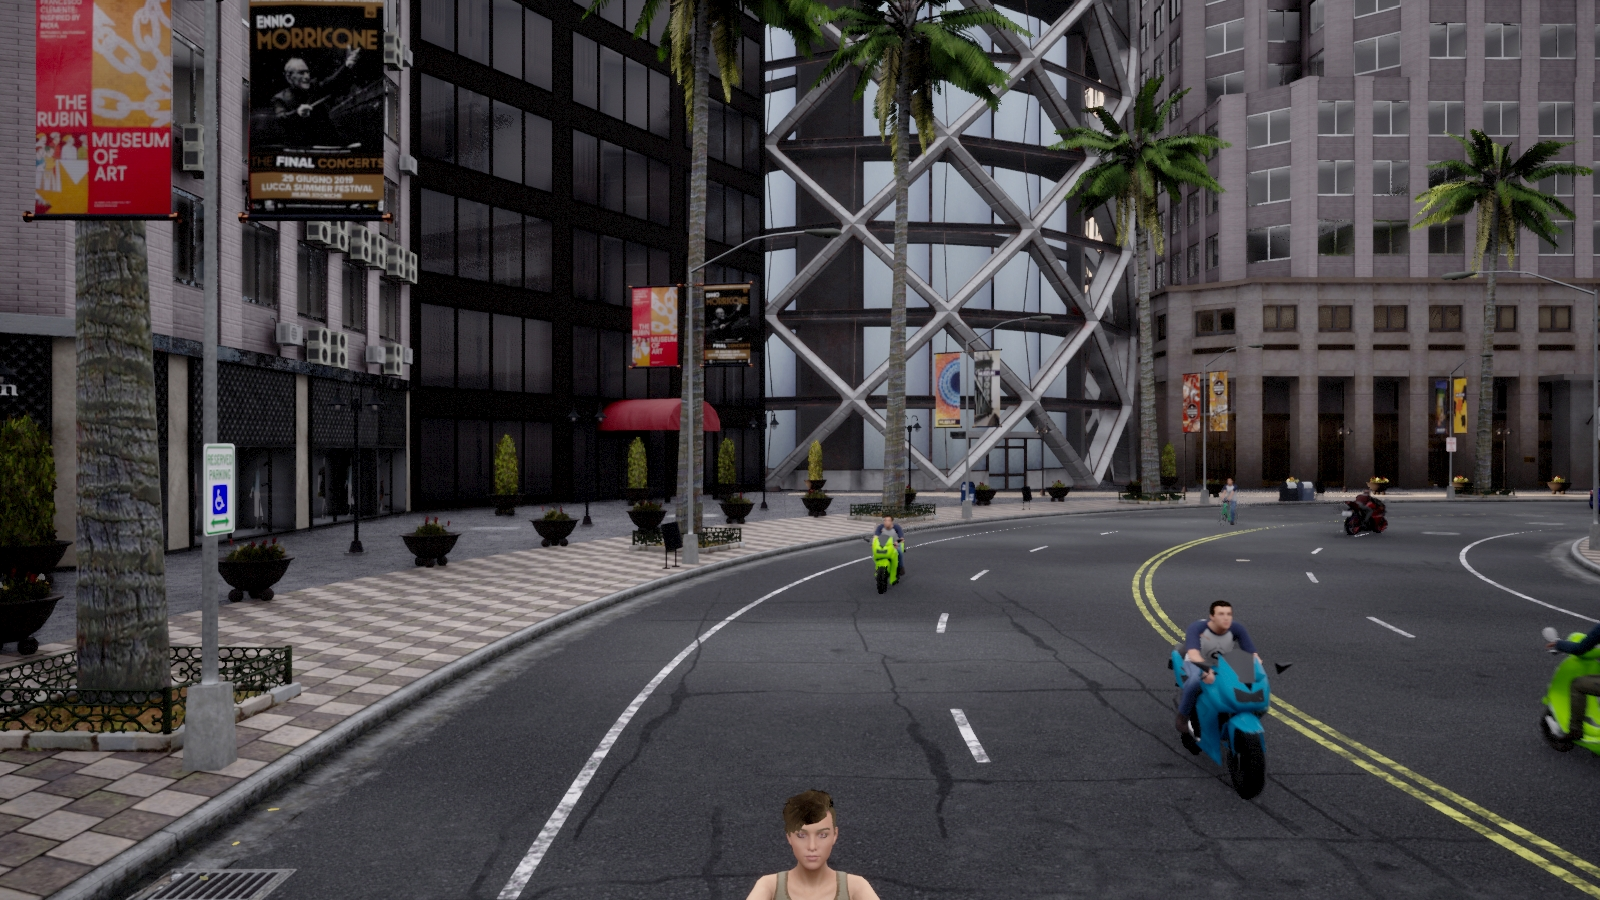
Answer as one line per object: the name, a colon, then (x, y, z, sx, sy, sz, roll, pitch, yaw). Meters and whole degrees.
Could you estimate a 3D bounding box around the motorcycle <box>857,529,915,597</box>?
motorcycle: (1.738, 2.213, 22.716, 0.803, 1.145, 2.033, 0, 0, 15)

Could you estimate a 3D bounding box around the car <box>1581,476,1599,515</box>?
car: (36.842, 1.968, 49.589, 4.611, 1.667, 2.242, 0, 0, -11)

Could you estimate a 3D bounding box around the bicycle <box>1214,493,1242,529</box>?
bicycle: (15.530, 2.206, 41.465, 0.373, 1.196, 1.643, 1, 1, 42)

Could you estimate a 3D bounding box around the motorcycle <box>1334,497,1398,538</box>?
motorcycle: (18.689, 2.205, 37.729, 2.209, 1.251, 0.867, 0, 0, -32)

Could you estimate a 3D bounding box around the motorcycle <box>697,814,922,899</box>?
motorcycle: (0.030, 2.170, 3.616, 0.764, 1.277, 2.356, 0, 0, 1)
